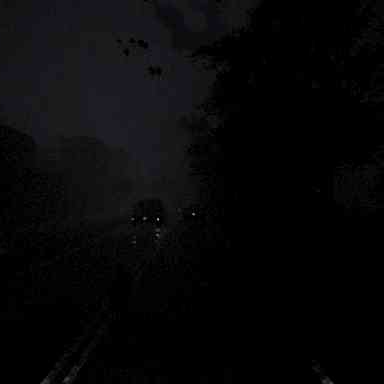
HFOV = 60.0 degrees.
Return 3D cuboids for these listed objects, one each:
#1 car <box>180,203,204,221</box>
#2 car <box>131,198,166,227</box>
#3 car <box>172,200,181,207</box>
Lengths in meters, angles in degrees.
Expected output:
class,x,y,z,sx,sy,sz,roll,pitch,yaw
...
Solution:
class,x,y,z,sx,sy,sz,roll,pitch,yaw
car,0.150,1.953,31.576,1.994,1.385,4.181,0,-1,0
car,-3.313,1.539,26.192,2.150,2.045,5.566,0,-1,0
car,-3.118,2.359,67.918,2.128,1.511,4.902,0,-1,0
